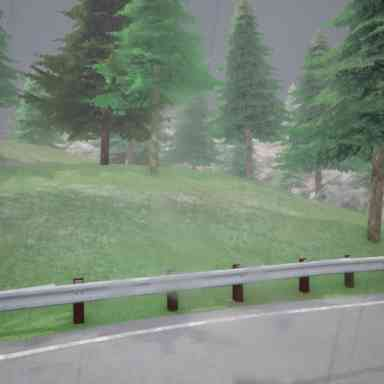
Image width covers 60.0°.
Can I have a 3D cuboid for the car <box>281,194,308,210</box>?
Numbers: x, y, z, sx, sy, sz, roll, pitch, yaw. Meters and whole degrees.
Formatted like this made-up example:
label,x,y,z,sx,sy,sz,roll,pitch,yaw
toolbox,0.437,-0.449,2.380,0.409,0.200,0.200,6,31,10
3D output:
label,x,y,z,sx,sy,sz,roll,pitch,yaw
car,13.087,1.237,43.316,2.150,2.045,5.566,0,0,-23
